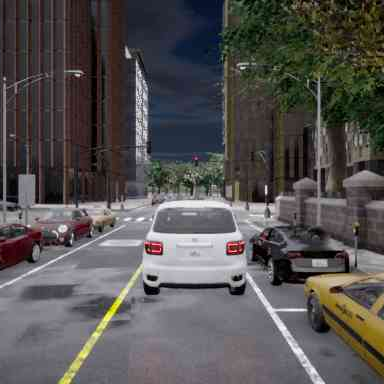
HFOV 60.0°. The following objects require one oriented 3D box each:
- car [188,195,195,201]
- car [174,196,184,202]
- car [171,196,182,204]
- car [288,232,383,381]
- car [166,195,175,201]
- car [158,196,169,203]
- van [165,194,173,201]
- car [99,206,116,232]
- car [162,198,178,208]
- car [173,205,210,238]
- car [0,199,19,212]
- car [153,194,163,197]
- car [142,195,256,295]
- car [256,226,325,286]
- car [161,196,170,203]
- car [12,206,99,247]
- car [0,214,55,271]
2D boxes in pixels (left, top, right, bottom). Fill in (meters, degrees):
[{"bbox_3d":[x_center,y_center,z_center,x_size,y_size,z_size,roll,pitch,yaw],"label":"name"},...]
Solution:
[{"bbox_3d":[-0.063,1.533,88.597,1.837,1.490,4.892,0,0,0],"label":"car"},{"bbox_3d":[-3.055,1.558,77.331,2.033,1.411,5.357,0,0,0],"label":"car"},{"bbox_3d":[-3.069,1.583,66.991,1.994,1.385,4.181,0,0,1],"label":"car"},{"bbox_3d":[2.758,1.525,3.958,1.752,1.417,4.829,0,0,0],"label":"car"},{"bbox_3d":[-5.827,1.585,90.184,2.008,1.369,4.403,0,0,0],"label":"car"},{"bbox_3d":[-5.812,1.602,68.434,1.802,1.307,4.206,0,0,0],"label":"car"},{"bbox_3d":[-5.824,1.371,84.747,1.690,1.788,3.998,0,0,0],"label":"van"},{"bbox_3d":[-5.778,1.527,19.981,1.752,1.417,4.829,0,0,0],"label":"car"},{"bbox_3d":[-3.130,1.574,48.122,1.994,1.385,4.181,0,0,0],"label":"car"},{"bbox_3d":[0.010,1.527,18.480,1.812,1.442,4.674,0,0,0],"label":"car"},{"bbox_3d":[-19.194,1.203,31.543,5.357,1.411,2.033,1,0,-5],"label":"car"},{"bbox_3d":[-5.805,1.329,57.559,2.192,1.841,5.009,0,0,0],"label":"car"},{"bbox_3d":[0.060,1.222,8.835,2.150,2.045,5.566,0,0,0],"label":"car"},{"bbox_3d":[2.754,1.566,9.245,1.947,1.339,4.313,0,0,0],"label":"car"},{"bbox_3d":[-5.816,1.548,73.701,1.752,1.417,4.829,0,0,0],"label":"car"},{"bbox_3d":[-5.775,1.441,14.694,1.967,1.590,4.097,0,0,0],"label":"car"},{"bbox_3d":[-5.771,1.545,9.237,1.887,1.381,4.507,0,0,0],"label":"car"}]
